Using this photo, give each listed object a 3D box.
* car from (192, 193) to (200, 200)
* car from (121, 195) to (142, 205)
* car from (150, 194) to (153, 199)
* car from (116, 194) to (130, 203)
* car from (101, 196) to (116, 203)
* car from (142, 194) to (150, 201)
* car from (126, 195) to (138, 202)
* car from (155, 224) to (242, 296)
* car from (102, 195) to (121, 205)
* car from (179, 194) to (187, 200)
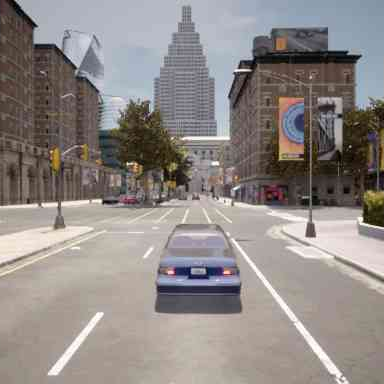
[{"bbox_3d":[1.069,1.350,89.882,2.097,1.767,4.553,0,0,1],"label":"car"},{"bbox_3d":[-10.866,1.477,59.719,1.882,1.535,5.008,0,0,1],"label":"car"},{"bbox_3d":[-10.558,1.355,79.503,2.097,1.767,4.553,0,0,1],"label":"car"},{"bbox_3d":[-14.189,1.355,68.642,2.097,1.767,4.553,0,0,1],"label":"car"},{"bbox_3d":[-17.426,1.595,69.687,1.895,1.301,4.718,0,0,1],"label":"car"},{"bbox_3d":[-10.678,1.500,69.514,1.837,1.490,4.892,0,0,1],"label":"car"},{"bbox_3d":[-14.067,1.478,78.741,1.882,1.535,5.008,0,0,1],"label":"car"},{"bbox_3d":[0.166,1.547,8.803,2.033,1.411,5.357,0,0,1],"label":"car"},{"bbox_3d":[-14.384,1.601,58.535,1.895,1.301,4.718,0,0,1],"label":"car"},{"bbox_3d":[-2.436,1.540,89.523,2.033,1.411,5.357,0,0,1],"label":"car"}]
